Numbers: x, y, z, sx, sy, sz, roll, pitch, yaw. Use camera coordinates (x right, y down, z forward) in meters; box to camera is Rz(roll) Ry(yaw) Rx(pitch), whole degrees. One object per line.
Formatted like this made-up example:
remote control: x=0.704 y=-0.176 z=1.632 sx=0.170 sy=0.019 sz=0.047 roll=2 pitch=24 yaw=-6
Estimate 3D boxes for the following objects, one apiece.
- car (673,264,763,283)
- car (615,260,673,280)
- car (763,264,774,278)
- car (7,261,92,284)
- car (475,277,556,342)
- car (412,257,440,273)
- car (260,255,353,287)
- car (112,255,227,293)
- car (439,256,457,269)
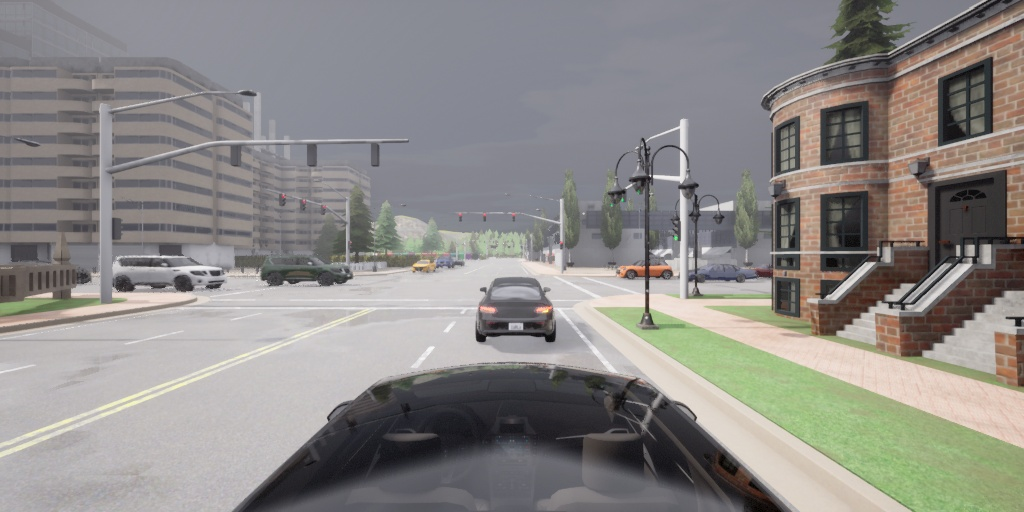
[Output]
car: x=15.629 y=1.297 z=27.404 sx=5.357 sy=1.411 sz=2.033 roll=0 pitch=0 yaw=-1
car: x=11.326 y=1.102 z=30.897 sx=4.553 sy=1.767 sz=2.097 roll=0 pitch=0 yaw=-1
car: x=21.860 y=1.351 z=31.087 sx=4.718 sy=1.301 sz=1.895 roll=0 pitch=0 yaw=-3
car: x=-31.356 y=1.102 z=24.090 sx=4.553 sy=1.767 sz=2.097 roll=0 pitch=0 yaw=0
car: x=0.088 y=1.276 z=9.617 sx=1.812 sy=1.442 sz=4.674 roll=0 pitch=0 yaw=0
car: x=-10.637 y=1.227 z=43.639 sx=1.882 sy=1.535 sz=5.008 roll=0 pitch=0 yaw=2
car: x=-13.709 y=0.972 z=24.033 sx=5.566 sy=2.045 sz=2.150 roll=0 pitch=0 yaw=1
car: x=-19.682 y=0.972 z=20.575 sx=5.566 sy=2.045 sz=2.150 roll=0 pitch=0 yaw=0
car: x=-10.566 y=0.973 z=56.629 sx=2.150 sy=2.045 sz=5.566 roll=0 pitch=0 yaw=0
